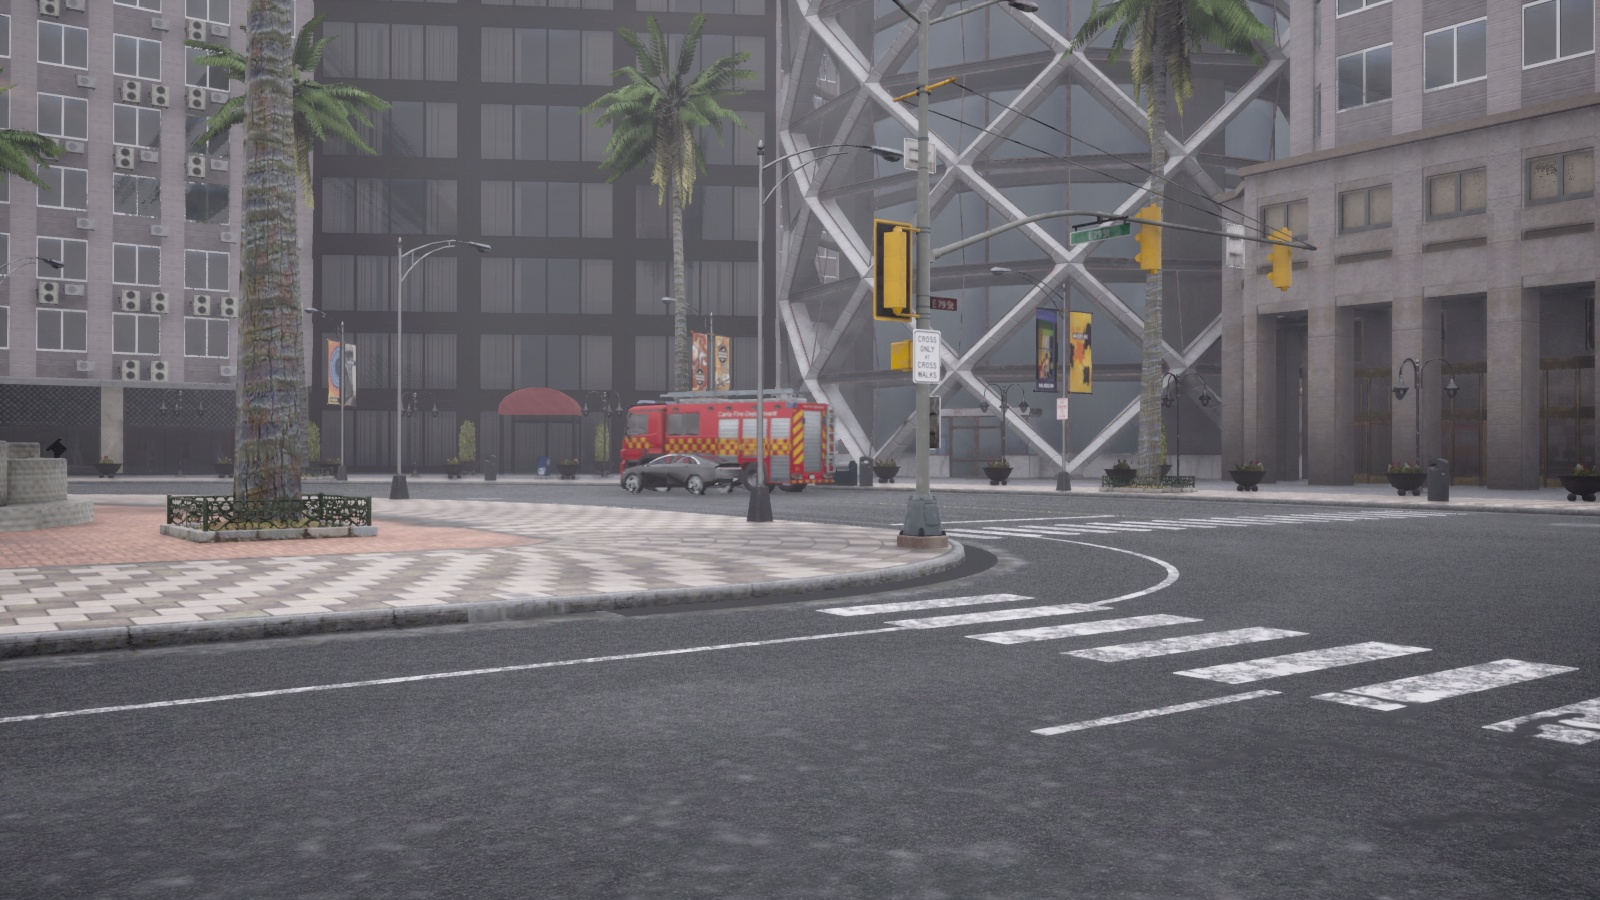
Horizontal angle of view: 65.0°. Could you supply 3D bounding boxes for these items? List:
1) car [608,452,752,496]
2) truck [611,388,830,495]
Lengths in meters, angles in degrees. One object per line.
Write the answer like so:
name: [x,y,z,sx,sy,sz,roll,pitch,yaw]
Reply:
car: [-4.341,0.821,45.087,4.902,1.511,2.128,0,0,34]
truck: [-3.176,-0.294,48.512,8.468,3.827,2.891,0,0,34]
